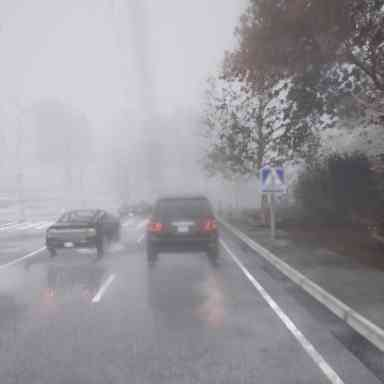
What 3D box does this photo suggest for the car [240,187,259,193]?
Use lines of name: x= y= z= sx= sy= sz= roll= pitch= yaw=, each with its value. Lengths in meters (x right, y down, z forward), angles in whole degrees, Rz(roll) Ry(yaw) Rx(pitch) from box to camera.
car: x=12.810 y=-0.488 z=74.868 sx=2.033 sy=1.411 sz=5.357 roll=-2 pitch=3 yaw=-26

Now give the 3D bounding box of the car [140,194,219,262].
car: x=-0.383 y=1.095 z=11.794 sx=2.150 sy=2.045 sz=5.566 roll=-1 pitch=0 yaw=-3

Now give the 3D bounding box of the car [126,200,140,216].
car: x=-4.295 y=1.302 z=26.008 sx=1.895 sy=1.301 sz=4.718 roll=-1 pitch=1 yaw=1

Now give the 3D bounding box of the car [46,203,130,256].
car: x=-3.926 y=1.407 z=12.781 sx=2.128 sy=1.511 sz=4.902 roll=-1 pitch=0 yaw=-2

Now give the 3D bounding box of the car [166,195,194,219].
car: x=-0.838 y=1.113 z=26.726 sx=1.882 sy=1.535 sz=5.008 roll=-1 pitch=1 yaw=2
